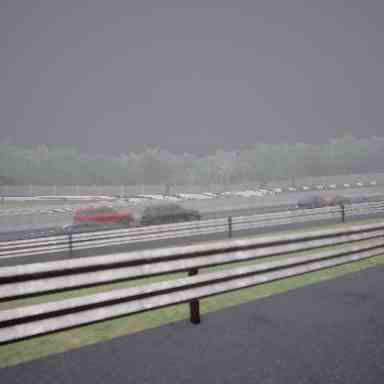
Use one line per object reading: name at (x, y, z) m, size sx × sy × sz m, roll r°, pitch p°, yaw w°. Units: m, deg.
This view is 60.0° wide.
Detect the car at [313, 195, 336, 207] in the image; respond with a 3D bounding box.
car at (16.301, 1.090, 37.237) m, size 4.674 × 1.442 × 1.812 m, roll -4°, pitch 2°, yaw -22°

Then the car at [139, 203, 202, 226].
car at (-1.944, 2.033, 29.730) m, size 5.566 × 2.045 × 2.150 m, roll -4°, pitch 2°, yaw -22°

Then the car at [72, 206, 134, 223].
car at (-8.259, 2.334, 30.916) m, size 5.566 × 2.045 × 2.150 m, roll -4°, pitch 2°, yaw -22°

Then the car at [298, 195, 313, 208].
car at (14.968, 1.097, 40.473) m, size 4.181 × 1.385 × 1.994 m, roll -4°, pitch 2°, yaw -22°

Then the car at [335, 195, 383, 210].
car at (17.636, 1.087, 34.002) m, size 4.902 × 1.511 × 2.128 m, roll -4°, pitch 2°, yaw -22°

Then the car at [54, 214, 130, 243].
car at (-7.270, 2.796, 23.757) m, size 4.892 × 1.490 × 1.837 m, roll -4°, pitch 2°, yaw -22°
